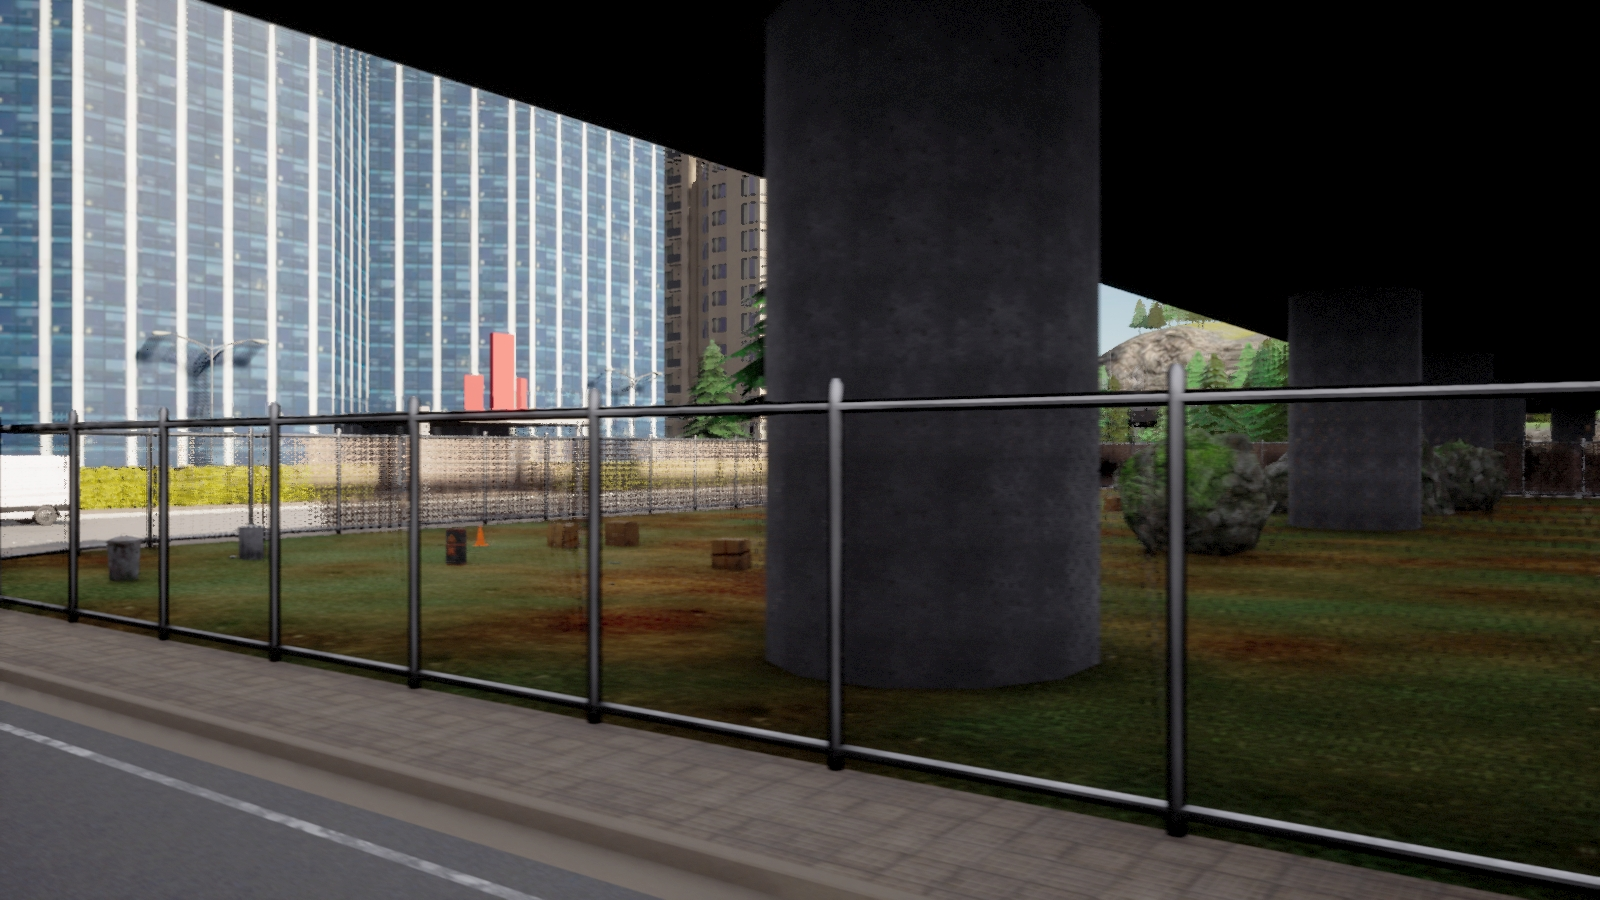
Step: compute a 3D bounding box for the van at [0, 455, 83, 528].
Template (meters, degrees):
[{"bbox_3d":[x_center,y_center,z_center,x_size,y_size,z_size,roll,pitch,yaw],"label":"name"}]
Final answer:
[{"bbox_3d":[-29.199,1.479,40.695,1.988,2.561,5.915,0,0,35],"label":"van"}]
